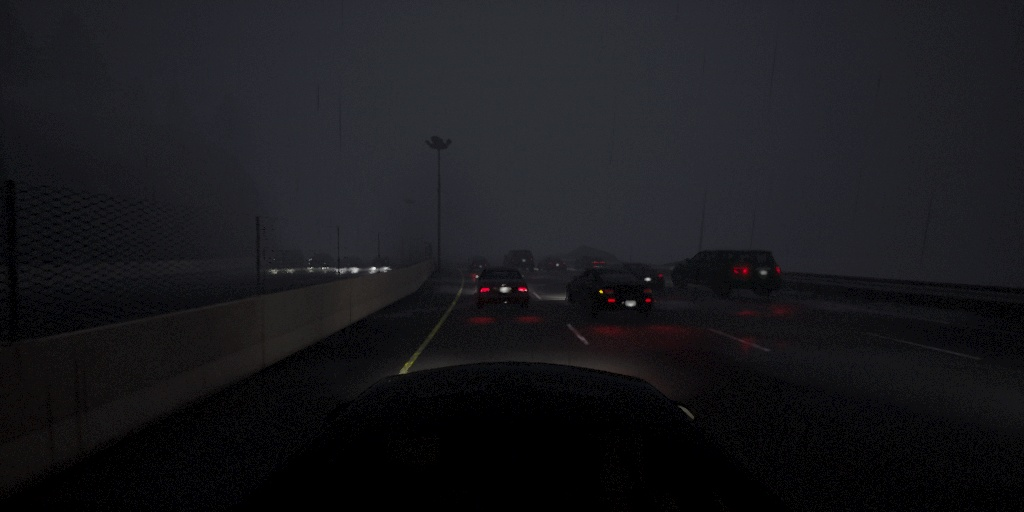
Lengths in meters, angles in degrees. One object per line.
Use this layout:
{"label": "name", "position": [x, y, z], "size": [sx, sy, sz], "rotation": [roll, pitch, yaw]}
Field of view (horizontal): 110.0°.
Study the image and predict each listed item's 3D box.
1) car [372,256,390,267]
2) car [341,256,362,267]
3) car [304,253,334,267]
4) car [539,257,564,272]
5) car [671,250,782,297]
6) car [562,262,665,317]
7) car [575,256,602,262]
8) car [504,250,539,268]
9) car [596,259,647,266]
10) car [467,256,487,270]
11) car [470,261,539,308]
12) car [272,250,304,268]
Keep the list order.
{"label": "car", "position": [-16.547, 0.654, 45.481], "size": [1.895, 1.301, 4.718], "rotation": [0, 1, -15]}
{"label": "car", "position": [-19.923, 0.673, 44.566], "size": [1.895, 1.301, 4.718], "rotation": [0, 1, -15]}
{"label": "car", "position": [-23.466, 0.433, 44.197], "size": [2.097, 1.767, 4.553], "rotation": [0, 1, -15]}
{"label": "car", "position": [3.849, 0.764, 35.131], "size": [1.994, 1.385, 4.181], "rotation": [0, 1, -10]}
{"label": "car", "position": [9.825, 0.712, 16.982], "size": [2.150, 2.045, 5.566], "rotation": [0, 1, -5]}
{"label": "car", "position": [3.146, 1.101, 12.205], "size": [1.812, 1.442, 4.674], "rotation": [0, 1, -3]}
{"label": "car", "position": [7.474, 0.707, 34.755], "size": [1.837, 1.490, 4.892], "rotation": [0, 1, -10]}
{"label": "car", "position": [0.567, 0.447, 33.765], "size": [2.150, 2.045, 5.566], "rotation": [0, 1, -10]}
{"label": "car", "position": [6.143, 1.030, 18.641], "size": [1.994, 1.385, 4.181], "rotation": [0, 1, -5]}
{"label": "car", "position": [-3.362, 0.726, 35.560], "size": [1.812, 1.442, 4.674], "rotation": [0, 1, -11]}
{"label": "car", "position": [-0.443, 1.097, 14.022], "size": [2.033, 1.411, 5.357], "rotation": [0, 1, -4]}
{"label": "car", "position": [-26.810, 0.327, 43.213], "size": [2.150, 2.045, 5.566], "rotation": [0, 1, -15]}
